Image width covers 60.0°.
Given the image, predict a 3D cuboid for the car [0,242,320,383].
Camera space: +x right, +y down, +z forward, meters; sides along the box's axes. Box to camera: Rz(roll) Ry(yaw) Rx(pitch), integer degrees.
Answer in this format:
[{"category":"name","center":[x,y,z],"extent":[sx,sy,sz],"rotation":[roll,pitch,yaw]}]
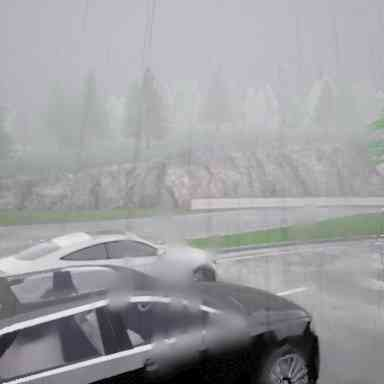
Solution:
[{"category":"car","center":[-0.796,1.489,3.123],"extent":[4.902,1.511,2.128],"rotation":[0,0,-35]}]

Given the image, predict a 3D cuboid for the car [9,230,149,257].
[{"category":"car","center":[-1.565,1.520,6.822],"extent":[4.674,1.442,1.812],"rotation":[0,0,-34]}]
